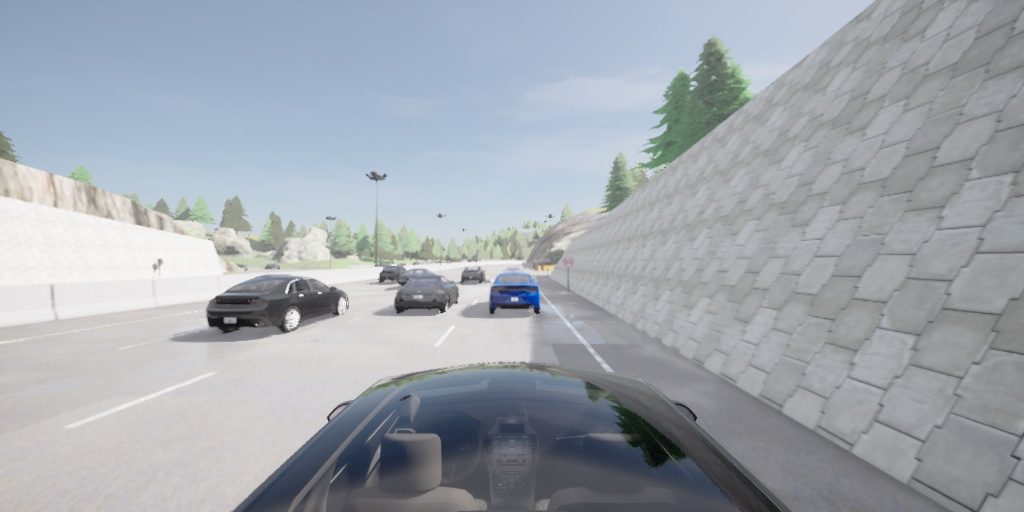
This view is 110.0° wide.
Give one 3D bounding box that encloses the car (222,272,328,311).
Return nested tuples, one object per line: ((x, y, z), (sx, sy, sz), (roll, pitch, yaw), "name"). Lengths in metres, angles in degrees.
((-10.403, 1.497, 16.183), (1.994, 1.385, 4.181), (0, -1, 0), "car")

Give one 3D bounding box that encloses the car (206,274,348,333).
((-6.906, 1.374, 11.214), (1.837, 1.490, 4.892), (0, -1, 0), "car")

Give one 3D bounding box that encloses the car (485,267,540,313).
((0.097, 1.395, 14.964), (1.882, 1.535, 5.008), (0, -1, 0), "car")

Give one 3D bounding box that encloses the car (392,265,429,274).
((-6.904, 1.614, 26.769), (2.033, 1.411, 5.357), (0, -1, 0), "car")

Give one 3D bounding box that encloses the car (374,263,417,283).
((-10.404, 1.641, 32.284), (1.837, 1.490, 4.892), (0, -1, 0), "car")

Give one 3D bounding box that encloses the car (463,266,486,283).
((-3.404, 1.626, 32.162), (2.128, 1.511, 4.902), (0, -1, 0), "car")

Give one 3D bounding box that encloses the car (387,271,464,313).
((-3.404, 1.482, 15.000), (1.994, 1.385, 4.181), (0, -1, 0), "car")
